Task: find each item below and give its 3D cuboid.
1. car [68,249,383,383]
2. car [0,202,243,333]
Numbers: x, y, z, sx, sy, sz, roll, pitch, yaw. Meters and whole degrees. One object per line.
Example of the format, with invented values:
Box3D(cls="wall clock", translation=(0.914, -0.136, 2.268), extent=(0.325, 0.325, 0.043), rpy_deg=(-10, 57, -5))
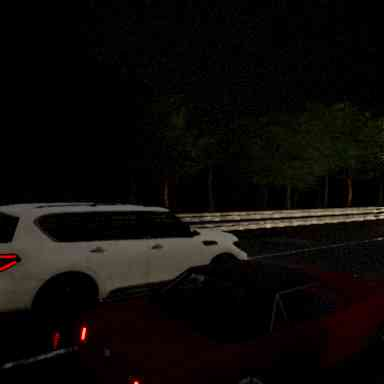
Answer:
Box3D(cls="car", translation=(1.049, 1.637, 4.494), extent=(4.718, 1.301, 1.895), rpy_deg=(1, 0, -35))
Box3D(cls="car", translation=(-1.346, 1.252, 7.084), extent=(5.566, 2.045, 2.150), rpy_deg=(1, -1, -35))
